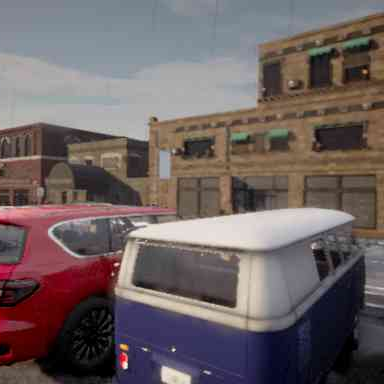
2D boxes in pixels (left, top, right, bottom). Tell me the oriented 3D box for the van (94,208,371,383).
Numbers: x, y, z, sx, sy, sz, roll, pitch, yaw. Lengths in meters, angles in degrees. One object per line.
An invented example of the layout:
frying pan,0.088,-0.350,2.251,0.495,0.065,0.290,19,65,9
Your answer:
van,1.126,1.260,4.487,1.878,1.987,4.442,0,0,35

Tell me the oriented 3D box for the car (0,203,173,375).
car,-1.192,1.246,6.031,2.435,2.045,5.566,0,0,35
